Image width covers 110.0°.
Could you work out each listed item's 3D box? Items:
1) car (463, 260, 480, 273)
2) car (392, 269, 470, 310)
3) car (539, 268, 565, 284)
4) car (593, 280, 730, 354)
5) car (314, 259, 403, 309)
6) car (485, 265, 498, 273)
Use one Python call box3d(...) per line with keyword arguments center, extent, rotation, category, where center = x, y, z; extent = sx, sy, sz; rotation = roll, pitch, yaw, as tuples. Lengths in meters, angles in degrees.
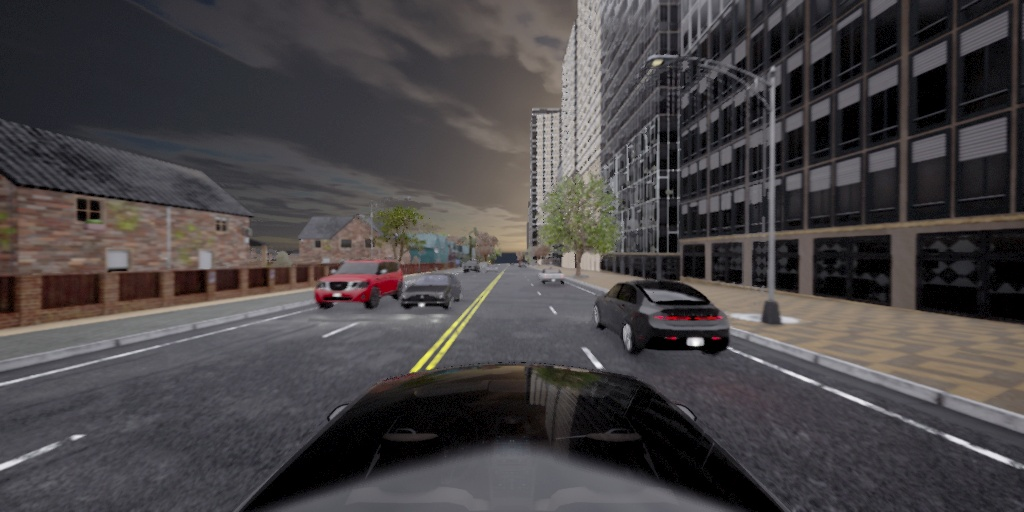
box3d(center=(-6.519, 1.725, 58.514), extent=(2.150, 2.045, 5.566), rotation=(0, -1, 1), category="car")
box3d(center=(-3.347, 1.473, 15.956), extent=(2.033, 1.411, 5.357), rotation=(0, -1, 0), category="car")
box3d(center=(3.358, 1.725, 31.176), extent=(1.895, 1.301, 4.718), rotation=(0, -1, 0), category="car")
box3d(center=(3.348, 1.344, 8.967), extent=(1.837, 1.490, 4.892), rotation=(0, -1, 0), category="car")
box3d(center=(-6.597, 1.151, 16.280), extent=(2.150, 2.045, 5.566), rotation=(0, -1, 0), category="car")
box3d(center=(-3.275, 2.095, 57.880), extent=(1.895, 1.301, 4.718), rotation=(0, -1, 1), category="car")
